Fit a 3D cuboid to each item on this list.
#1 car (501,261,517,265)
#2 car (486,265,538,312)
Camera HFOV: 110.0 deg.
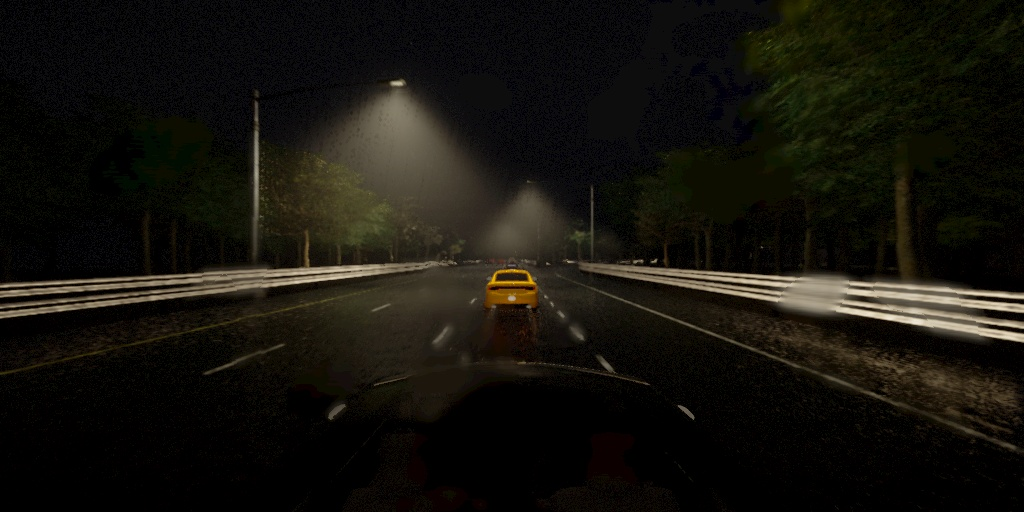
[{"bbox_3d":[-0.014,1.554,42.636,1.994,1.385,4.181,0,0,0],"label":"car"},{"bbox_3d":[-0.004,1.304,14.677,1.882,1.535,5.008,0,0,0],"label":"car"}]
